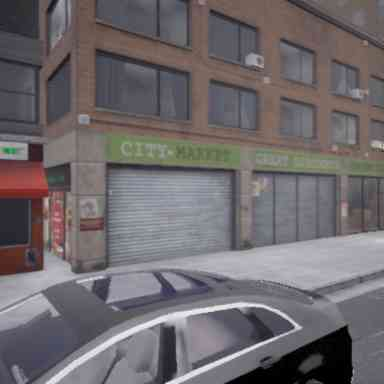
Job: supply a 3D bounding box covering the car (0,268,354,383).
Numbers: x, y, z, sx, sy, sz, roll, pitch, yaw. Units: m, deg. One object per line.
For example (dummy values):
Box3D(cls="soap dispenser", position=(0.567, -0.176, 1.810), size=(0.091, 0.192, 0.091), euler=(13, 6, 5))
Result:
Box3D(cls="car", position=(-0.699, 1.491, 2.571), size=(4.902, 1.511, 2.128), euler=(0, 0, -36))
